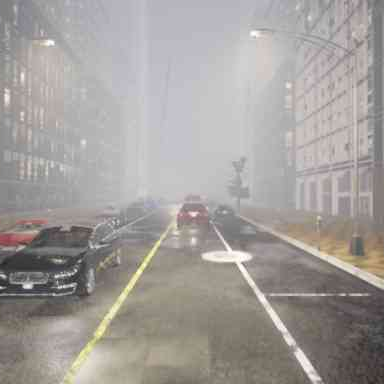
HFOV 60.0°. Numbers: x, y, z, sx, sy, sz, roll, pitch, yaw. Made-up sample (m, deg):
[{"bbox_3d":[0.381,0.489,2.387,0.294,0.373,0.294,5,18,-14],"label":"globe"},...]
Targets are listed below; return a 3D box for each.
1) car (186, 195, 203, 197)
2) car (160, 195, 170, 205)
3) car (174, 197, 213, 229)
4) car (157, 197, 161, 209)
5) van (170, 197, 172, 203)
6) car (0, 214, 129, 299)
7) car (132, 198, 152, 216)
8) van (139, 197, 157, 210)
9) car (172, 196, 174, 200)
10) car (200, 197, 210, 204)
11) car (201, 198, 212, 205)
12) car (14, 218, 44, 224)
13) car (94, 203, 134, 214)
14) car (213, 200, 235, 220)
[{"bbox_3d":[0.101,1.381,40.769,2.150,2.045,5.566,0,-1,-1],"label":"car"},{"bbox_3d":[-5.696,1.684,63.184,1.967,1.590,4.097,0,0,0],"label":"car"},{"bbox_3d":[0.097,1.444,22.387,2.097,1.767,4.553,0,0,0],"label":"car"},{"bbox_3d":[-5.694,1.765,46.108,1.802,1.307,4.206,0,0,0],"label":"car"},{"bbox_3d":[-5.696,1.604,68.877,1.690,1.788,3.998,0,0,0],"label":"van"},{"bbox_3d":[-3.102,1.542,8.709,1.837,1.490,4.892,0,0,0],"label":"car"},{"bbox_3d":[-5.692,1.685,34.723,1.887,1.381,4.507,0,0,0],"label":"car"},{"bbox_3d":[-5.692,1.503,40.417,1.690,1.788,3.998,0,0,0],"label":"van"},{"bbox_3d":[-5.698,1.849,74.569,1.947,1.339,4.313,0,0,0],"label":"car"},{"bbox_3d":[2.683,1.790,69.033,1.752,1.417,4.829,0,0,0],"label":"car"},{"bbox_3d":[2.684,1.826,63.171,1.802,1.307,4.206,0,0,0],"label":"car"},{"bbox_3d":[-5.689,1.632,11.953,1.802,1.307,4.206,0,0,0],"label":"car"},{"bbox_3d":[-5.691,1.647,23.339,2.008,1.369,4.403,0,0,0],"label":"car"},{"bbox_3d":[2.689,1.684,29.020,1.947,1.339,4.313,0,0,0],"label":"car"}]
